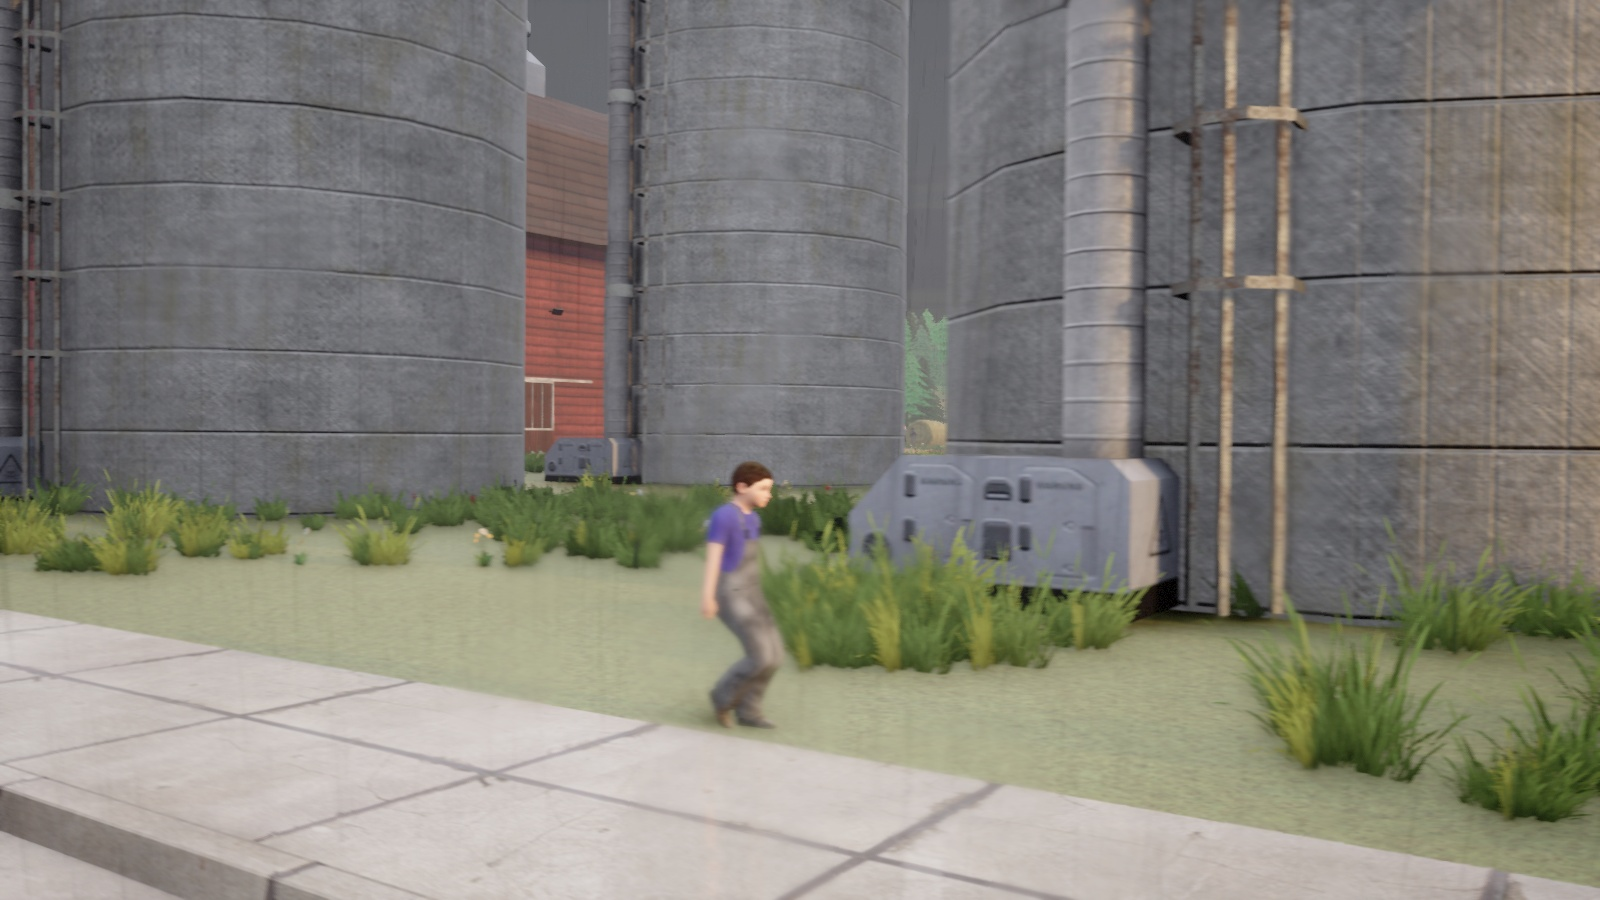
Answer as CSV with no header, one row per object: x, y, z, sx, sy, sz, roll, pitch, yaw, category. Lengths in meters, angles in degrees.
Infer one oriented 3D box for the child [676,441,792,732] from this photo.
-0.294,0.592,5.648,0.437,1.263,0.270,0,1,21,child
